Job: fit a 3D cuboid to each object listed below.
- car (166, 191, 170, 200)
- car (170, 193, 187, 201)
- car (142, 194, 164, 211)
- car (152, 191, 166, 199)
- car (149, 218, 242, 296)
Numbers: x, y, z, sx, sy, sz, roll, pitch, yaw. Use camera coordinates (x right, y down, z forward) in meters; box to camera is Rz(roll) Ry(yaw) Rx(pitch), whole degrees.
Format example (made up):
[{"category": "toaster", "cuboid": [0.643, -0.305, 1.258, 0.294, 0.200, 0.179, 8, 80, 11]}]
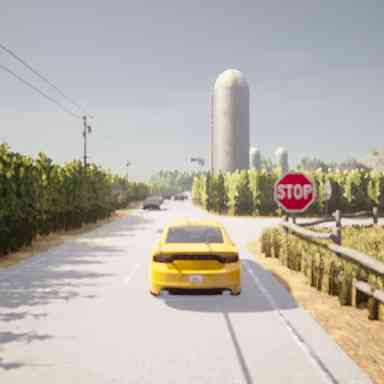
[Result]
[{"category": "car", "cuboid": [-5.611, 0.745, 68.942, 2.150, 2.045, 5.566, 0, 0, 2]}, {"category": "car", "cuboid": [-2.532, 1.021, 64.708, 2.033, 1.411, 5.357, 0, 0, 2]}, {"category": "car", "cuboid": [-4.347, 1.252, 36.230, 2.033, 1.411, 5.357, 0, 0, -5]}, {"category": "car", "cuboid": [-5.461, 0.941, 50.569, 2.097, 1.767, 4.553, 0, 0, -3]}, {"category": "car", "cuboid": [0.072, 1.407, 8.534, 1.882, 1.535, 5.008, 0, 0, 0]}]
